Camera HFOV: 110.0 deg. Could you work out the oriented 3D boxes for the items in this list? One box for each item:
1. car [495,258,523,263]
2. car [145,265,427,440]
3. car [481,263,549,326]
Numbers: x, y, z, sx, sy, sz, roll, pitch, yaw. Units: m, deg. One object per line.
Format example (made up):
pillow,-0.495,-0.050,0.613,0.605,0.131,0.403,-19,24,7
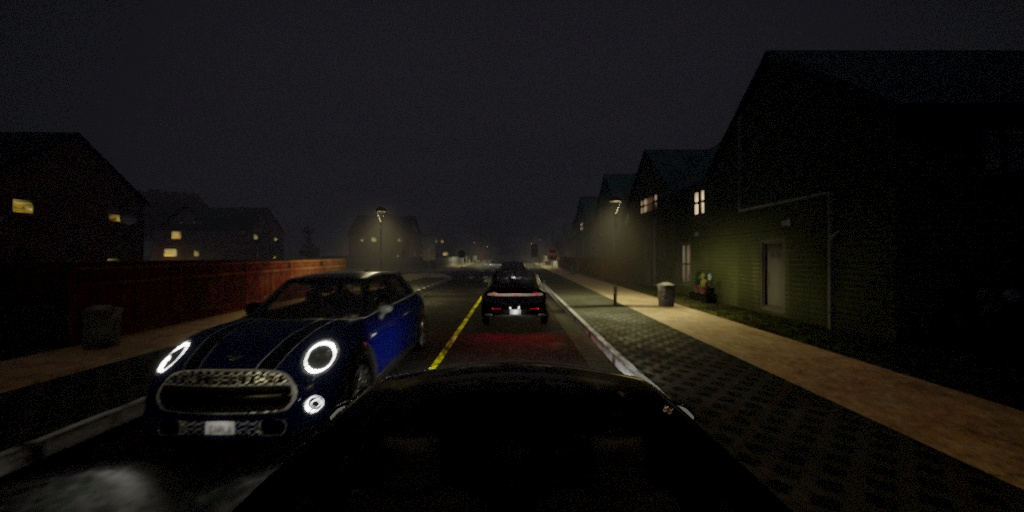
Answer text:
car,0.024,1.077,23.468,1.837,1.490,4.892,0,0,-1
car,-2.849,1.069,5.736,2.097,1.767,4.553,0,0,0
car,0.082,1.164,11.374,2.128,1.511,4.902,0,1,0
